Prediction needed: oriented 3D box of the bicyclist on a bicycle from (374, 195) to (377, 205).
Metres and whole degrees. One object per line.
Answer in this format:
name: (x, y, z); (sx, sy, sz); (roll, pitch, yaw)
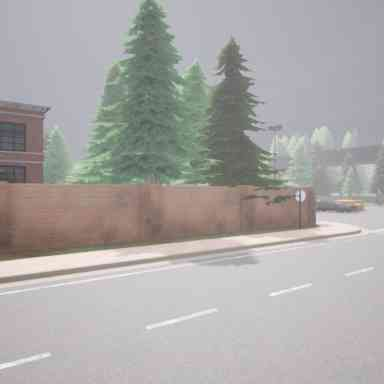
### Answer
bicyclist on a bicycle: (30.154, 1.297, 54.305); (1.656, 1.620, 0.582); (0, 0, -35)

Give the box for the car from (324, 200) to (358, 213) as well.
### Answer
car: (15.466, 1.545, 36.994); (2.033, 1.411, 5.357); (0, 0, -35)

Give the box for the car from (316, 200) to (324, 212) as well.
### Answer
car: (11.433, 1.490, 36.625); (2.128, 1.511, 4.902); (0, 0, -36)
